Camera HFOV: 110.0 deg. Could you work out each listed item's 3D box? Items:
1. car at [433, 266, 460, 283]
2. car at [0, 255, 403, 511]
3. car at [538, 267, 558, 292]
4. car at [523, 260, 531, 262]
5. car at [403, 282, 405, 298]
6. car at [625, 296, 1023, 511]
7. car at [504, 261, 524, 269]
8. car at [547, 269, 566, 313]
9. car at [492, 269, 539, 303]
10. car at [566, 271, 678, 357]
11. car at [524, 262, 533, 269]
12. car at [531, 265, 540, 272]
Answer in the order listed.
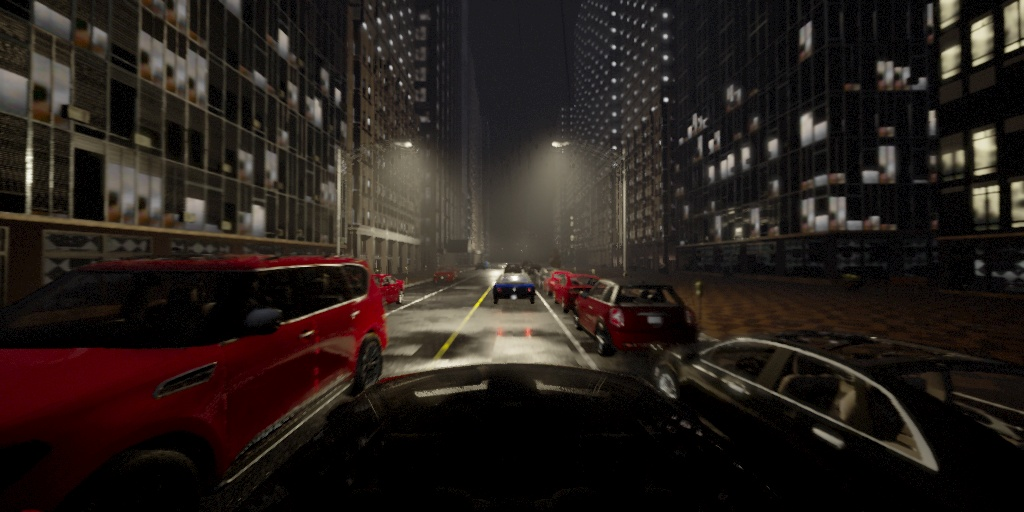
[{"bbox_3d":[-5.697,1.563,31.482,1.888,1.381,4.507,0,0,0],"label":"car"},{"bbox_3d":[-3.094,0.993,3.682,2.150,2.045,5.566,0,-1,0],"label":"car"},{"bbox_3d":[2.687,1.489,20.085,1.802,1.307,4.207,0,0,0],"label":"car"},{"bbox_3d":[2.675,1.738,54.386,1.751,1.417,4.829,0,0,0],"label":"car"},{"bbox_3d":[-5.692,1.412,14.415,1.888,1.381,4.507,0,0,0],"label":"car"},{"bbox_3d":[2.693,1.309,3.018,2.007,1.370,4.403,0,0,0],"label":"car"},{"bbox_3d":[0.089,1.565,40.041,1.882,1.535,5.008,0,0,0],"label":"car"},{"bbox_3d":[2.689,1.402,14.396,1.888,1.381,4.507,0,0,0],"label":"car"},{"bbox_3d":[0.093,1.488,17.432,1.895,1.301,4.718,0,0,0],"label":"car"},{"bbox_3d":[2.691,1.247,8.706,1.967,1.591,4.097,0,0,0],"label":"car"},{"bbox_3d":[2.680,1.675,42.839,1.948,1.339,4.313,0,0,0],"label":"car"},{"bbox_3d":[2.685,1.507,25.773,2.007,1.370,4.403,0,0,0],"label":"car"}]
